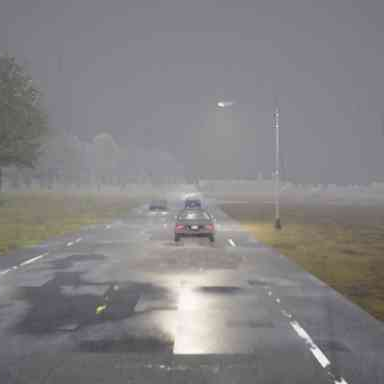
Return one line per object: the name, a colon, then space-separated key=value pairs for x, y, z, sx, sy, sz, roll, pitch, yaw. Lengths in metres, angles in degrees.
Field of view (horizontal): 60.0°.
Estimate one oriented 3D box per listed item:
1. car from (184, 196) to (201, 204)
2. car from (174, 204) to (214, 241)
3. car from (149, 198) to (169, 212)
car: x=0.094 y=1.213 z=40.340 sx=1.882 sy=1.535 sz=5.008 roll=0 pitch=1 yaw=0
car: x=0.101 y=1.528 z=16.460 sx=2.033 sy=1.411 sz=5.357 roll=0 pitch=0 yaw=0
car: x=-3.571 y=1.340 z=36.911 sx=2.033 sy=1.411 sz=5.357 roll=0 pitch=1 yaw=0
